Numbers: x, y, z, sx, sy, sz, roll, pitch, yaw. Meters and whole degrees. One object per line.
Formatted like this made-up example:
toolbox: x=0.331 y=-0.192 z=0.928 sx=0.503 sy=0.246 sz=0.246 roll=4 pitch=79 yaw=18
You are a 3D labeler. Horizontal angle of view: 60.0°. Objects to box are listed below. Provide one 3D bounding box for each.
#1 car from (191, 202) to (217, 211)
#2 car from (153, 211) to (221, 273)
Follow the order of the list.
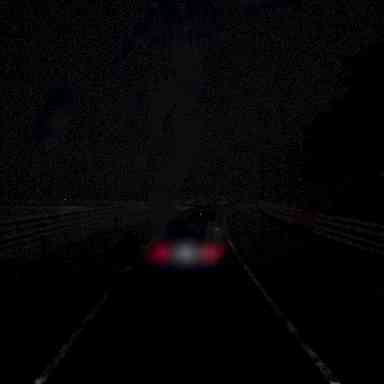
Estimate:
car: x=1.011 y=1.537 z=27.692 sx=2.128 sy=1.511 sz=4.902 roll=0 pitch=0 yaw=7
car: x=-0.075 y=1.569 z=10.676 sx=2.033 sy=1.411 sz=5.357 roll=0 pitch=0 yaw=1
